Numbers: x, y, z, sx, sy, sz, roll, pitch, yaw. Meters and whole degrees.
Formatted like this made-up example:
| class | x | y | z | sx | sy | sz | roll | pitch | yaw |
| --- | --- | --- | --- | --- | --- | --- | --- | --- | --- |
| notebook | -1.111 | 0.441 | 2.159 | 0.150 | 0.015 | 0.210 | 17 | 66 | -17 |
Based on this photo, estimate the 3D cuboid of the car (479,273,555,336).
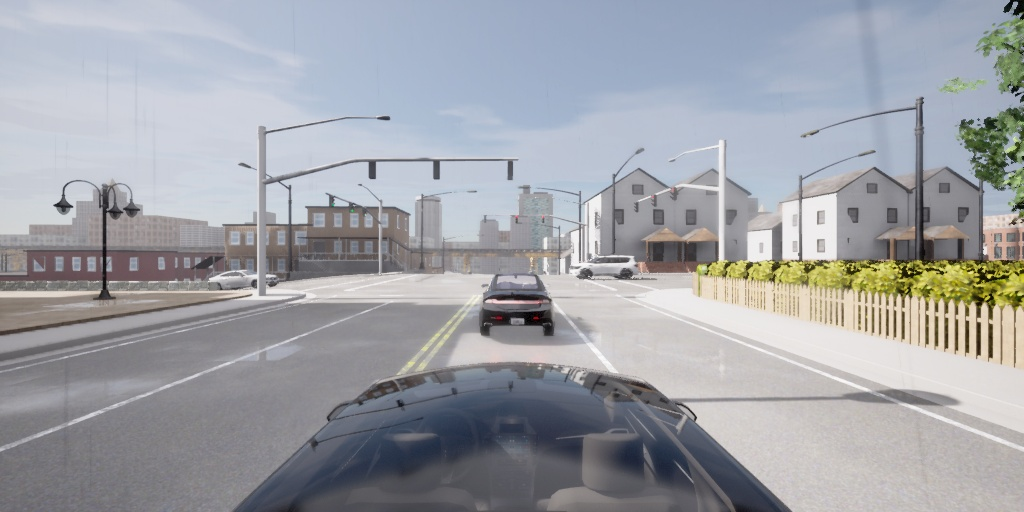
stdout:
| class | x | y | z | sx | sy | sz | roll | pitch | yaw |
| --- | --- | --- | --- | --- | --- | --- | --- | --- | --- |
| car | 0.118 | 1.242 | 10.394 | 2.128 | 1.511 | 4.902 | 0 | 0 | 0 |

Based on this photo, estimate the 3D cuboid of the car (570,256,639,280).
| class | x | y | z | sx | sy | sz | roll | pitch | yaw |
| --- | --- | --- | --- | --- | --- | --- | --- | --- | --- |
| car | 7.789 | 0.980 | 30.322 | 5.566 | 2.045 | 2.150 | 0 | 0 | -1 |

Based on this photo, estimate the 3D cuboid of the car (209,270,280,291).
| class | x | y | z | sx | sy | sz | roll | pitch | yaw |
| --- | --- | --- | --- | --- | --- | --- | --- | --- | --- |
| car | -19.659 | 1.742 | 26.266 | 4.674 | 1.442 | 1.812 | -4 | 0 | 1 |
